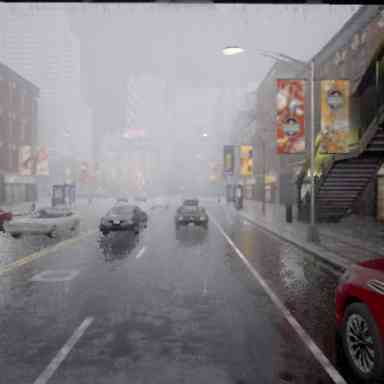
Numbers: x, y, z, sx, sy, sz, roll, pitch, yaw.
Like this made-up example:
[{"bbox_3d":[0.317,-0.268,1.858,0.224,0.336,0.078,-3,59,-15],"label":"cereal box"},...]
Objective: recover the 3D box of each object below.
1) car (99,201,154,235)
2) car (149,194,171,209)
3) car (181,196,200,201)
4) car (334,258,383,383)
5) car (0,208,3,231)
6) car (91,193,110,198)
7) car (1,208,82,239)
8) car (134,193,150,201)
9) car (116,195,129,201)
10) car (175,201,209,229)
[{"bbox_3d":[-3.511,1.430,17.926,2.033,1.411,5.357,0,0,0],"label":"car"},{"bbox_3d":[-3.666,1.267,39.350,1.812,1.442,4.674,0,0,-1],"label":"car"},{"bbox_3d":[-0.146,1.251,38.373,1.837,1.490,4.892,0,0,0],"label":"car"},{"bbox_3d":[3.043,1.212,2.189,2.435,2.045,5.566,0,0,-1],"label":"car"},{"bbox_3d":[-10.699,1.375,16.104,1.882,1.535,5.008,0,0,0],"label":"car"},{"bbox_3d":[-24.545,1.008,90.429,4.718,1.301,1.895,0,0,29],"label":"car"},{"bbox_3d":[-7.203,1.493,16.717,1.895,1.301,4.718,0,0,0],"label":"car"},{"bbox_3d":[-9.199,1.115,59.372,1.837,1.490,4.892,0,0,-17],"label":"car"},{"bbox_3d":[-12.114,1.171,57.752,2.033,1.411,5.357,0,0,-15],"label":"car"},{"bbox_3d":[-0.027,1.465,20.426,1.895,1.301,4.718,0,0,0],"label":"car"}]
